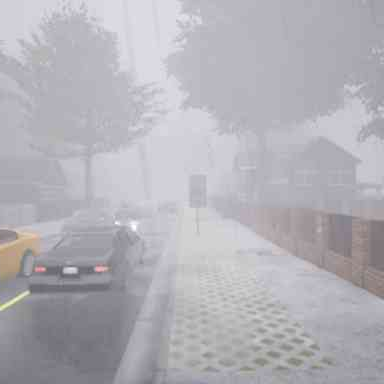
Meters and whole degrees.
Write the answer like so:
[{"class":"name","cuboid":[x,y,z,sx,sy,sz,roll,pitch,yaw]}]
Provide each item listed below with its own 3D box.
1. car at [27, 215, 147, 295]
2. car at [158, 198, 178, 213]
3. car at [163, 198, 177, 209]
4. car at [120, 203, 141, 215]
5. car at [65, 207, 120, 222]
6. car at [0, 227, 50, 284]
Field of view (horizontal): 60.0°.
[{"class":"car","cuboid":[-2.415,1.586,8.971,2.033,1.411,5.357,-1,0,-1]},{"class":"car","cuboid":[-2.960,1.780,39.433,1.895,1.301,4.718,-1,0,-1]},{"class":"car","cuboid":[-3.206,1.658,49.514,1.882,1.535,5.008,-1,0,-1]},{"class":"car","cuboid":[-5.656,1.697,29.747,1.812,1.442,4.674,-1,0,-1]},{"class":"car","cuboid":[-5.437,1.615,17.828,1.837,1.490,4.892,-1,0,-1]},{"class":"car","cuboid":[-5.338,1.536,7.485,1.882,1.535,5.008,0,-1,2]}]
